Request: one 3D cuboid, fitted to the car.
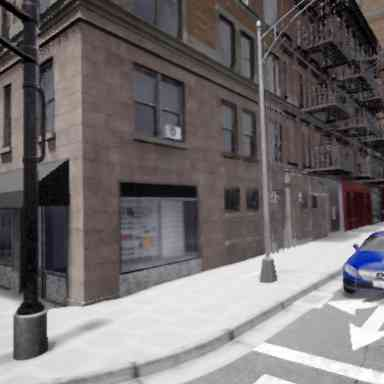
[{"bbox_3d":[5.581,1.786,9.039,1.812,1.442,4.674,-4,-4,40],"label":"car"}]
